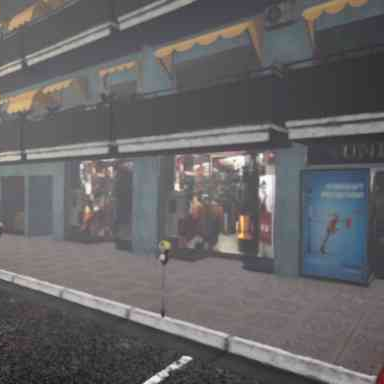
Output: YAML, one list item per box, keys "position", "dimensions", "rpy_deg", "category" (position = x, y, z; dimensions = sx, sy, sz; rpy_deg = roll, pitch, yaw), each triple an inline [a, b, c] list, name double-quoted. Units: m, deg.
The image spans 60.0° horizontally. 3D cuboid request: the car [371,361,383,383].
- position: [3.064, 1.322, 0.672]
  dimensions: [5.009, 1.841, 2.192]
  rpy_deg: [0, 1, 36]
  category: "car"
